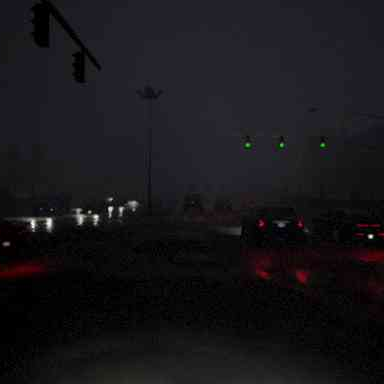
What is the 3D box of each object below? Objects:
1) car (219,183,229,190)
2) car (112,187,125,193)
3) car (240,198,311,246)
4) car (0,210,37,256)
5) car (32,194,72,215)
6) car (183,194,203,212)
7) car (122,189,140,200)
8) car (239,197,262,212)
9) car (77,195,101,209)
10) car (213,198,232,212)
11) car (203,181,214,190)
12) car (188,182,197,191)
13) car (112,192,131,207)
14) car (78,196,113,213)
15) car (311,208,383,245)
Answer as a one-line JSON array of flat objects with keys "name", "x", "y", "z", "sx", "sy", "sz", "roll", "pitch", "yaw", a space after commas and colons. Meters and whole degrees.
[{"name": "car", "x": 7.154, "y": -1.241, "z": 74.345, "sx": 1.994, "sy": 1.385, "sz": 4.181, "roll": 0, "pitch": 7, "yaw": 0}, {"name": "car", "x": -13.908, "y": -0.095, "z": 63.525, "sx": 2.097, "sy": 1.767, "sz": 4.553, "roll": 0, "pitch": 6, "yaw": 0}, {"name": "car", "x": 3.602, "y": 1.357, "z": 15.529, "sx": 2.097, "sy": 1.767, "sz": 4.553, "roll": 0, "pitch": 0, "yaw": 0}, {"name": "car", "x": -8.014, "y": 1.482, "z": 11.708, "sx": 5.008, "sy": 1.535, "sz": 1.882, "roll": 0, "pitch": -1, "yaw": 29}, {"name": "car", "x": -14.085, "y": 1.229, "z": 33.840, "sx": 2.150, "sy": 2.045, "sz": 5.566, "roll": 0, "pitch": 0, "yaw": 0}, {"name": "car", "x": 0.104, "y": 1.222, "z": 38.488, "sx": 2.150, "sy": 2.045, "sz": 5.566, "roll": 0, "pitch": 0, "yaw": 0}, {"name": "car", "x": -10.475, "y": 0.653, "z": 58.553, "sx": 1.895, "sy": 1.301, "sz": 4.718, "roll": 0, "pitch": 5, "yaw": 1}, {"name": "car", "x": 7.105, "y": 1.457, "z": 40.902, "sx": 1.882, "sy": 1.535, "sz": 5.008, "roll": 0, "pitch": 1, "yaw": 0}, {"name": "car", "x": -14.059, "y": 1.359, "z": 45.678, "sx": 1.837, "sy": 1.490, "sz": 4.892, "roll": 0, "pitch": 4, "yaw": 0}, {"name": "car", "x": 3.605, "y": 1.486, "z": 39.280, "sx": 2.128, "sy": 1.511, "sz": 4.902, "roll": 0, "pitch": 0, "yaw": 0}, {"name": "car", "x": 3.654, "y": -1.570, "z": 74.355, "sx": 2.150, "sy": 2.045, "sz": 5.566, "roll": 0, "pitch": 7, "yaw": 0}, {"name": "car", "x": 0.151, "y": -1.381, "z": 73.917, "sx": 2.097, "sy": 1.767, "sz": 4.553, "roll": 0, "pitch": 7, "yaw": 0}, {"name": "car", "x": -10.539, "y": 1.276, "z": 48.327, "sx": 1.812, "sy": 1.442, "sz": 4.674, "roll": 0, "pitch": 3, "yaw": 1}, {"name": "car", "x": -10.570, "y": 1.481, "z": 36.788, "sx": 1.882, "sy": 1.535, "sz": 5.008, "roll": 0, "pitch": 0, "yaw": 0}, {"name": "car", "x": 7.102, "y": 1.510, "z": 15.640, "sx": 1.837, "sy": 1.490, "sz": 4.892, "roll": 0, "pitch": 0, "yaw": 0}]
